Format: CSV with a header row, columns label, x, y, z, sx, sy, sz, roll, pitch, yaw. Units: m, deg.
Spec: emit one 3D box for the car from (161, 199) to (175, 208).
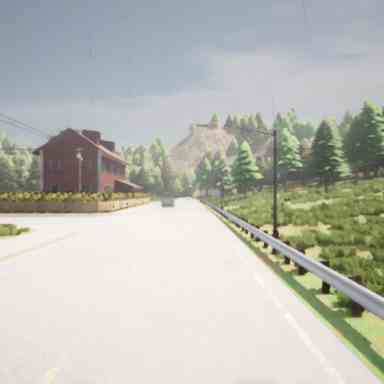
label,x,y,z,sx,sy,sz,roll,pitch,yaw
car,-3.592,1.711,50.646,2.033,1.411,5.357,0,0,0
